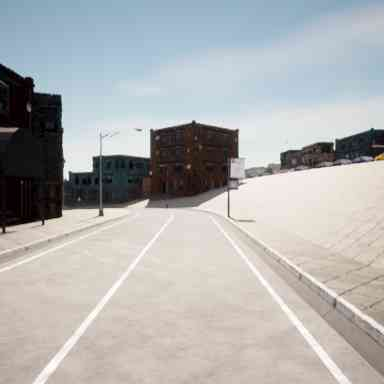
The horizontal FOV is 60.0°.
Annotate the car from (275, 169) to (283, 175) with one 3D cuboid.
[{"bbox_3d":[21.255,-4.397,75.536,2.185,1.767,4.553,0,1,-1],"label":"car"}]

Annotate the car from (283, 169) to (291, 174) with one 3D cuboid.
[{"bbox_3d":[21.378,-4.171,69.863,2.002,1.452,4.674,0,1,-1],"label":"car"}]

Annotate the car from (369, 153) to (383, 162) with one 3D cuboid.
[{"bbox_3d":[22.450,-3.771,36.836,2.097,1.535,5.008,0,1,-4],"label":"car"}]

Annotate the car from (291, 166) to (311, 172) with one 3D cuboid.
[{"bbox_3d":[21.498,-4.278,64.370,2.185,1.767,4.553,0,1,-1],"label":"car"}]

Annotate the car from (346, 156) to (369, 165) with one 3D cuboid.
[{"bbox_3d":[22.098,-3.828,42.373,2.002,1.452,4.674,0,1,-2],"label":"car"}]

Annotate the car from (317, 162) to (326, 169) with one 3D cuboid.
[{"bbox_3d":[21.736,-4.032,53.433,2.231,1.521,4.892,0,1,-1],"label":"car"}]

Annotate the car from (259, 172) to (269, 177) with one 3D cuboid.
[{"bbox_3d":[20.894,-4.424,92.070,2.231,1.521,4.892,0,0,-1],"label":"car"}]

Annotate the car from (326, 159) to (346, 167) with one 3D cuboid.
[{"bbox_3d":[21.864,-3.959,47.915,2.231,1.521,4.892,0,1,-1],"label":"car"}]

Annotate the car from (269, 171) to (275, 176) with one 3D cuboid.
[{"bbox_3d":[21.135,-4.452,81.055,2.185,1.767,4.553,0,1,-1],"label":"car"}]
